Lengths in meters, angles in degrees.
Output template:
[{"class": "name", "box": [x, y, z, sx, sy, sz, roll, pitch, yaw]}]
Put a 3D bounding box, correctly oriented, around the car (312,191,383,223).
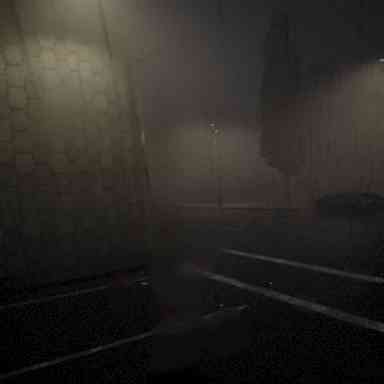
[{"class": "car", "box": [8.783, 0.695, 17.568, 1.837, 1.490, 4.892, -6, 2, -35]}]
